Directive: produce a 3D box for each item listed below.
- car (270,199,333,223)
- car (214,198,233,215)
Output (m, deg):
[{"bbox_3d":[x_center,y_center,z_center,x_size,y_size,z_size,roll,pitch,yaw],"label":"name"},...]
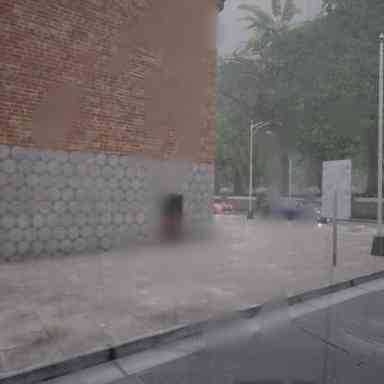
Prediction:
[{"bbox_3d":[8.027,1.344,24.553,2.097,1.767,4.553,2,-1,-35],"label":"car"},{"bbox_3d":[1.992,1.338,32.970,2.097,1.767,4.553,2,-1,-36],"label":"car"}]
